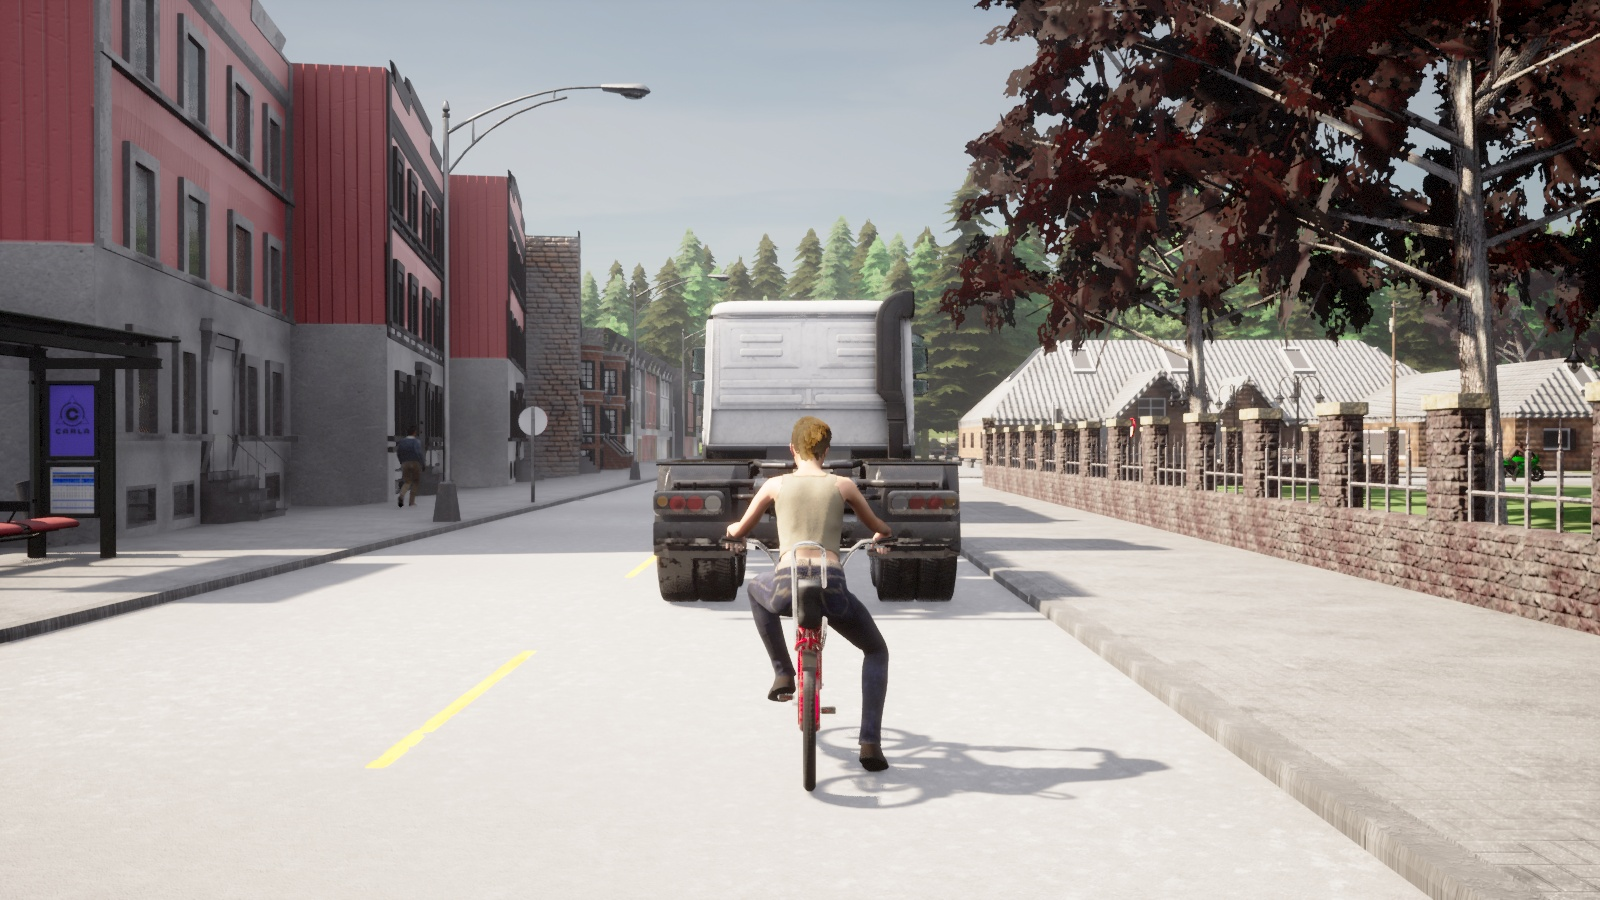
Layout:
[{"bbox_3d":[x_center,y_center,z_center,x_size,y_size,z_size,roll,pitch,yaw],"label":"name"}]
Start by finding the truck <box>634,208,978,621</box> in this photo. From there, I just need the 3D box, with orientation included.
[{"bbox_3d":[0.095,-0.317,14.519,2.891,3.462,7.936,0,0,1],"label":"truck"}]

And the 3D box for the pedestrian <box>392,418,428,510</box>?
[{"bbox_3d":[-8.435,0.296,27.178,0.423,1.949,0.788,0,0,10],"label":"pedestrian"}]

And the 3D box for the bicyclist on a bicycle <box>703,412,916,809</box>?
[{"bbox_3d":[0.044,0.650,5.856,0.866,1.612,1.509,0,0,0],"label":"bicyclist on a bicycle"}]

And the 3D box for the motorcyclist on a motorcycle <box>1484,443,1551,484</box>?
[{"bbox_3d":[26.488,0.488,46.375,2.044,1.523,0.797,0,0,-1],"label":"motorcyclist on a motorcycle"}]

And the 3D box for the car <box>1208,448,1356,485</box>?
[{"bbox_3d":[17.769,0.599,46.425,4.718,1.301,1.895,0,0,-1],"label":"car"}]
